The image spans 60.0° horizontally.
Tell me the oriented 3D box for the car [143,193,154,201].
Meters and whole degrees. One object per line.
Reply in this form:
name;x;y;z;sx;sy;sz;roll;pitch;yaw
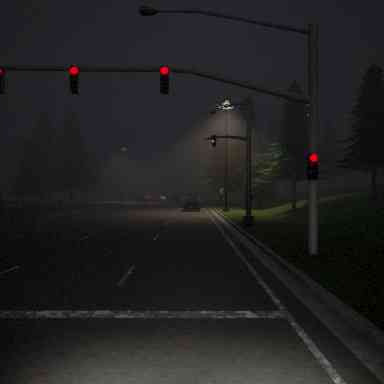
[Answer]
car;-10.606;1.187;80.743;2.097;1.767;4.553;0;0;0

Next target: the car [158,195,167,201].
car;-7.106;1.356;80.778;1.812;1.442;4.674;0;0;0

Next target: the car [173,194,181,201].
car;-3.606;1.310;80.782;1.882;1.535;5.008;0;0;0

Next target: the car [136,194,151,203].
car;-10.592;1.531;70.353;2.033;1.411;5.357;0;0;0

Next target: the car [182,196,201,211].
car;-0.052;1.526;39.754;1.812;1.442;4.674;0;0;0

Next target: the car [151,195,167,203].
car;-7.093;1.587;70.804;1.895;1.301;4.718;0;0;0

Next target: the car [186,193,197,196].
car;-0.092;1.217;70.397;2.150;2.045;5.566;0;0;0

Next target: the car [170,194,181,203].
car;-3.593;1.545;70.779;1.994;1.385;4.181;0;0;0
